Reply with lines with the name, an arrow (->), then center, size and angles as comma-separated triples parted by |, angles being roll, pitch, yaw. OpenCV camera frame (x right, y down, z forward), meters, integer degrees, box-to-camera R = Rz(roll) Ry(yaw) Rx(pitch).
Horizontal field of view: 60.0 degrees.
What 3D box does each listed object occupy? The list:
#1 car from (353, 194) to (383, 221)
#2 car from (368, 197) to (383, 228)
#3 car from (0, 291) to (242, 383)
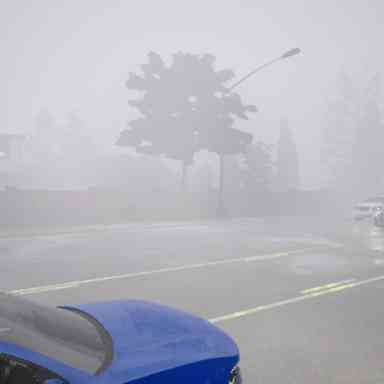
car -> 14.700, 1.195, 25.477 | 5.566, 2.045, 2.150 | 0, 0, -33
car -> 13.253, 1.330, 20.425 | 4.553, 1.767, 2.097 | 0, 0, -32
car -> -1.871, 1.477, 2.309 | 5.008, 1.535, 1.882 | 0, 0, -32
